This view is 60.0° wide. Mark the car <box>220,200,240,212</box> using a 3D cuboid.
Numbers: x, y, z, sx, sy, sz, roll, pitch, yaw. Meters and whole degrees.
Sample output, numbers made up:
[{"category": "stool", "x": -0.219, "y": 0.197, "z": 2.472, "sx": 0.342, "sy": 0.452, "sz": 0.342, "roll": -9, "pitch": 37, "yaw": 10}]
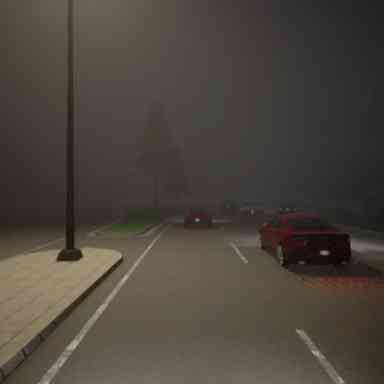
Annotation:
[{"category": "car", "x": 4.683, "y": 1.647, "z": 40.951, "sx": 1.994, "sy": 1.385, "sz": 4.181, "roll": 0, "pitch": 0, "yaw": 15}]

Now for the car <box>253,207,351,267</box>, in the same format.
[{"category": "car", "x": 3.605, "y": 1.501, "z": 11.505, "sx": 1.882, "sy": 1.535, "sz": 5.008, "roll": 0, "pitch": 0, "yaw": 0}]

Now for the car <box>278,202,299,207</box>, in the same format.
[{"category": "car", "x": 9.170, "y": 1.612, "z": 31.658, "sx": 2.033, "sy": 1.411, "sz": 5.357, "roll": 0, "pitch": 0, "yaw": 17}]

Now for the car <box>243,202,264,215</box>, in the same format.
[{"category": "car", "x": 6.606, "y": 1.672, "z": 35.116, "sx": 1.895, "sy": 1.301, "sz": 4.718, "roll": 0, "pitch": 0, "yaw": 16}]

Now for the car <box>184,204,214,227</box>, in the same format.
[{"category": "car", "x": 0.490, "y": 1.573, "z": 23.048, "sx": 1.812, "sy": 1.442, "sz": 4.674, "roll": 0, "pitch": 0, "yaw": 4}]
